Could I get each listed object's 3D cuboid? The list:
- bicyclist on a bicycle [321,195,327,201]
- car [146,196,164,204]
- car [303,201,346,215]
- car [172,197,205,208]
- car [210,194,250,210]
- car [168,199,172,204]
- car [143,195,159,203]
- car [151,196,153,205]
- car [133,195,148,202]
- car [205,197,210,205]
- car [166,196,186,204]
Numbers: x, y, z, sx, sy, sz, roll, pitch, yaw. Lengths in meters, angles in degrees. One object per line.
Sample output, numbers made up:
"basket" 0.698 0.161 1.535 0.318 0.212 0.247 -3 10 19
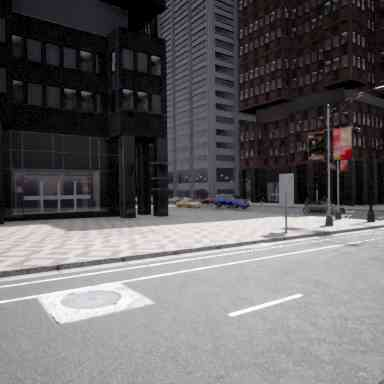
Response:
"bicyclist on a bicycle" 17.416 1.252 43.805 1.656 1.620 0.582 -1 1 -36
"car" -7.764 1.652 69.366 1.812 1.442 4.674 -1 0 -36
"car" 13.533 1.626 34.237 1.994 1.385 4.181 -1 0 -36
"car" -0.547 1.699 49.349 1.752 1.417 4.829 -1 1 -36
"car" 5.400 1.323 45.604 2.150 2.045 5.566 -1 2 -36
"car" -1.570 1.672 60.752 2.033 1.411 5.357 -1 0 -35
"car" -9.478 1.594 76.508 1.967 1.590 4.097 -1 1 -36
"car" -6.375 1.751 62.259 1.994 1.385 4.181 -1 0 -35
"car" -12.632 1.617 80.922 1.967 1.590 4.097 -1 1 -36
"car" 3.139 1.612 58.853 1.887 1.381 4.507 -1 1 -36
"car" -3.267 1.636 67.819 1.752 1.417 4.829 -1 1 -36
